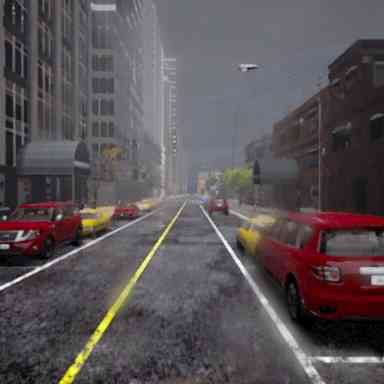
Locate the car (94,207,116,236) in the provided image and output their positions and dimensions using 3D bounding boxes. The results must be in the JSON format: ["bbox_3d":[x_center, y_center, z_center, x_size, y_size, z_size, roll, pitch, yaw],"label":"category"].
[{"bbox_3d":[-5.699,1.576,18.009,1.752,1.417,4.829,-1,0,0],"label":"car"}]

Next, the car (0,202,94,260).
[{"bbox_3d":[-5.703,1.350,12.644,2.192,1.841,5.009,-1,0,0],"label":"car"}]

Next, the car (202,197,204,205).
[{"bbox_3d":[2.686,1.694,45.839,1.947,1.339,4.313,-1,0,0],"label":"car"}]

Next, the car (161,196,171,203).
[{"bbox_3d":[-5.692,1.644,73.527,1.967,1.590,4.097,-1,0,0],"label":"car"}]

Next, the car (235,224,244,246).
[{"bbox_3d":[2.681,1.562,12.802,1.752,1.417,4.829,-1,0,0],"label":"car"}]

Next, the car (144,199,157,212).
[{"bbox_3d":[-5.696,1.637,40.148,1.752,1.417,4.829,-1,0,0],"label":"car"}]

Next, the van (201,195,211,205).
[{"bbox_3d":[2.685,1.515,62.443,1.690,1.788,3.998,-1,0,0],"label":"van"}]

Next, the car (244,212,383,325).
[{"bbox_3d":[2.676,1.335,7.098,2.192,1.841,5.009,-1,0,0],"label":"car"}]

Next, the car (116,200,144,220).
[{"bbox_3d":[-5.697,1.626,29.248,1.887,1.381,4.507,-1,0,0],"label":"car"}]

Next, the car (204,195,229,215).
[{"bbox_3d":[2.681,1.412,34.771,2.192,1.841,5.009,-1,0,0],"label":"car"}]
